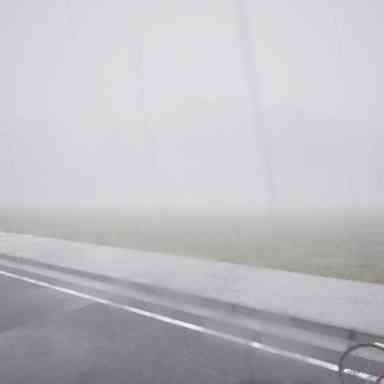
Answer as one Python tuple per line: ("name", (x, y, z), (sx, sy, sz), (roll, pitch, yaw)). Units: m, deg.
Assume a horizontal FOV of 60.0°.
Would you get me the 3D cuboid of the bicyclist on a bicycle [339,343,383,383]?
("bicyclist on a bicycle", (2.303, 1.370, 3.016), (1.843, 1.776, 0.659), (0, 0, 36))
